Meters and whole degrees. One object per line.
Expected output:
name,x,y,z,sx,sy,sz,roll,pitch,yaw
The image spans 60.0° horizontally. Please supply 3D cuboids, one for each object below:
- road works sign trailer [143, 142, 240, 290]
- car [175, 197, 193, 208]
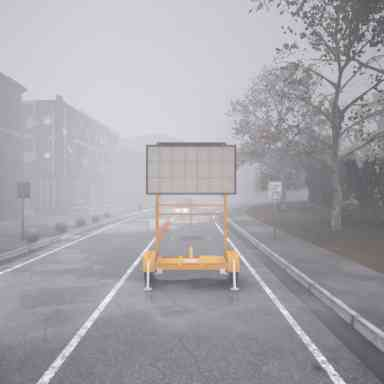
road works sign trailer,-0.022,0.466,9.028,2.380,3.560,2.880,0,0,0
car,-1.076,1.485,47.703,2.128,1.511,4.902,0,0,12
